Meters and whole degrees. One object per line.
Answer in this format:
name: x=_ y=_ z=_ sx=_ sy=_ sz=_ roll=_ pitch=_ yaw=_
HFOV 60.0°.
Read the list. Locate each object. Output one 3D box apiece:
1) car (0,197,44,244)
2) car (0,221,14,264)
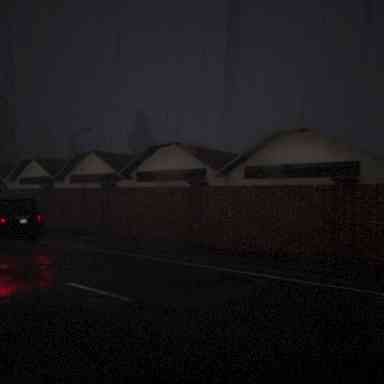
car: x=-8.754 y=1.224 z=14.521 sx=5.566 sy=2.045 sz=2.150 roll=0 pitch=0 yaw=36
car: x=-7.364 y=1.550 z=9.221 sx=5.357 sy=1.411 sz=2.033 roll=0 pitch=0 yaw=36
